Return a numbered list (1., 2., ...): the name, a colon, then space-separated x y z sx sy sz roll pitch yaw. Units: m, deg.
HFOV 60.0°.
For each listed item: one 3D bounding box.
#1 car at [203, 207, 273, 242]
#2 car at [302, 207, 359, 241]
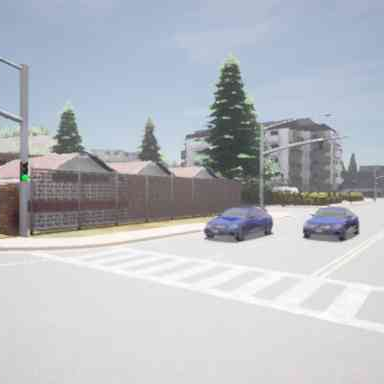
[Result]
1. car: 2.450 1.478 16.498 1.812 1.442 4.674 0 0 38
2. car: 7.145 1.502 16.857 1.812 1.442 4.674 0 0 38
